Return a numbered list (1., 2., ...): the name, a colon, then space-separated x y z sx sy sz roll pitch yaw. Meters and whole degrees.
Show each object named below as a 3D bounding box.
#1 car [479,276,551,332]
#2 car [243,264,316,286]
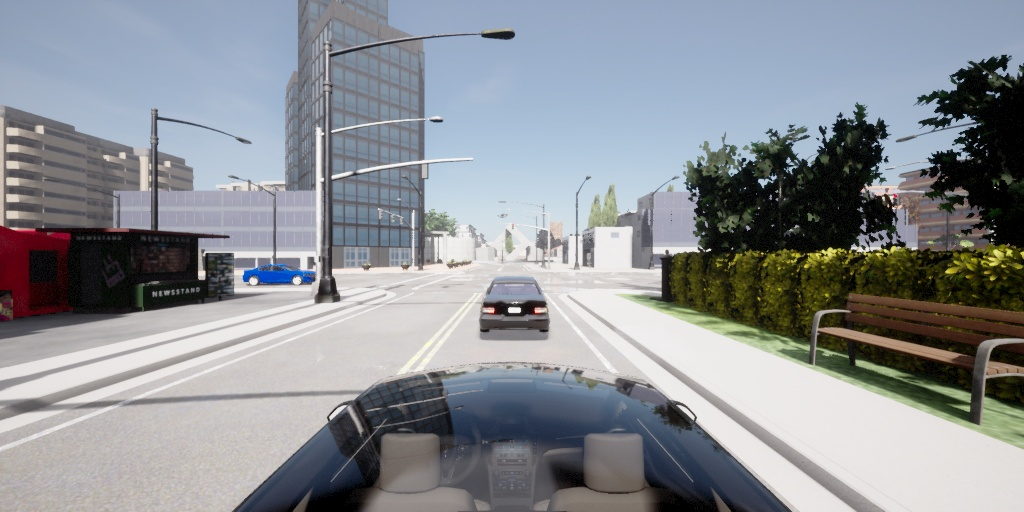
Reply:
1. car: 0.068 1.297 10.781 2.033 1.411 5.357 0 0 0
2. car: -16.781 1.336 26.188 5.008 1.535 1.882 -1 0 0
